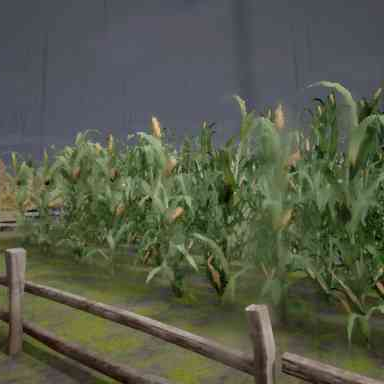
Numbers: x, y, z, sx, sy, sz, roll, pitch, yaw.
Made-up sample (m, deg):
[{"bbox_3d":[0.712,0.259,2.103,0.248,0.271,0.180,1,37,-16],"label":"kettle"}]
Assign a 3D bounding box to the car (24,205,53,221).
[{"bbox_3d":[-11.111,1.529,26.425,1.994,1.385,4.181,0,0,36],"label":"car"}]
